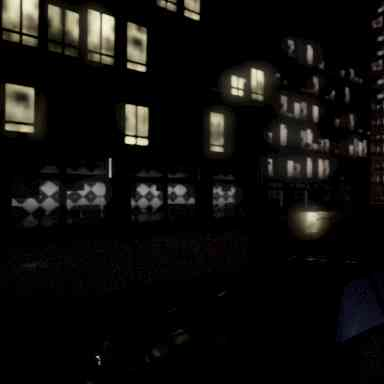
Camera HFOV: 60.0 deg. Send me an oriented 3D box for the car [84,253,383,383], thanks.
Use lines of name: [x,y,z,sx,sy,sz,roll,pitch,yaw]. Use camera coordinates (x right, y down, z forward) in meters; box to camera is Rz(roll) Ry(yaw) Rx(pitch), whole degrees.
car: [1.551,1.567,4.179,5.357,1.411,2.033,0,0,-36]
